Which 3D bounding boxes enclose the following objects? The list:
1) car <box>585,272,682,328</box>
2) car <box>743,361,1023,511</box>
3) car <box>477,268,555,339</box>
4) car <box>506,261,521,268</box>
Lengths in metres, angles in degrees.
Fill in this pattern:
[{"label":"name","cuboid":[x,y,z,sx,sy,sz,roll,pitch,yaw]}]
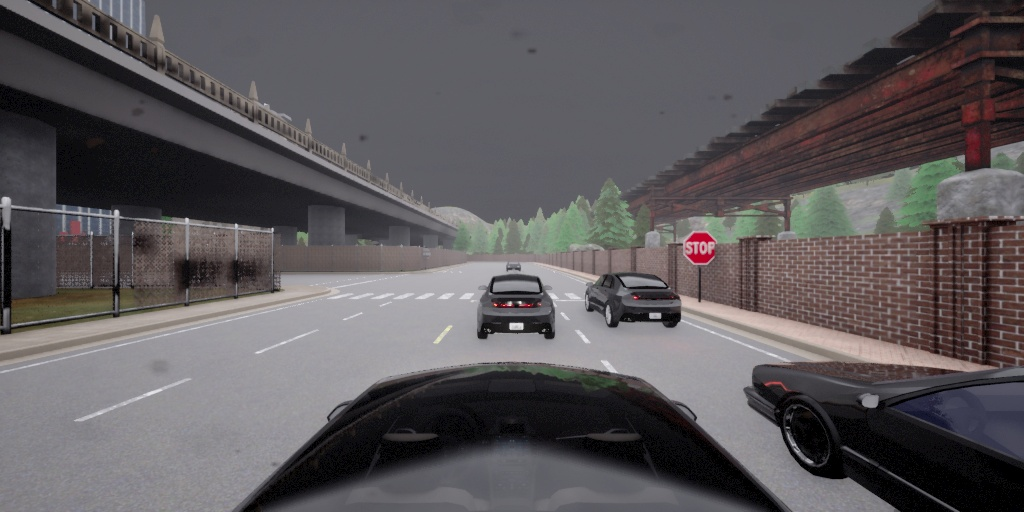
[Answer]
[{"label":"car","cuboid":[3.600,1.255,11.414,1.837,1.490,4.892,0,0,0]},{"label":"car","cuboid":[3.600,1.297,1.668,2.033,1.411,5.357,0,0,0]},{"label":"car","cuboid":[0.098,1.255,10.055,1.837,1.490,4.892,0,0,0]},{"label":"car","cuboid":[0.182,1.351,46.334,1.895,1.301,4.718,0,0,-1]}]
